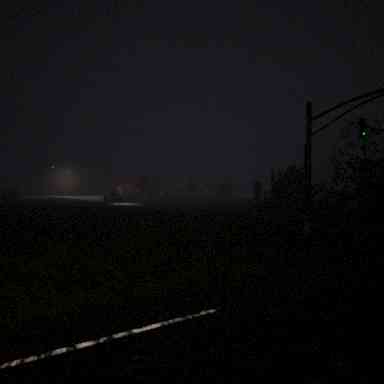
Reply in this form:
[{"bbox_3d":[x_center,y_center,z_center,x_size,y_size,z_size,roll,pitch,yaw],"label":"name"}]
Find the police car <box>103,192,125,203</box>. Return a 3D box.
[{"bbox_3d":[-11.681,0.822,49.887,2.038,1.542,4.974,1,0,-32],"label":"police car"}]
